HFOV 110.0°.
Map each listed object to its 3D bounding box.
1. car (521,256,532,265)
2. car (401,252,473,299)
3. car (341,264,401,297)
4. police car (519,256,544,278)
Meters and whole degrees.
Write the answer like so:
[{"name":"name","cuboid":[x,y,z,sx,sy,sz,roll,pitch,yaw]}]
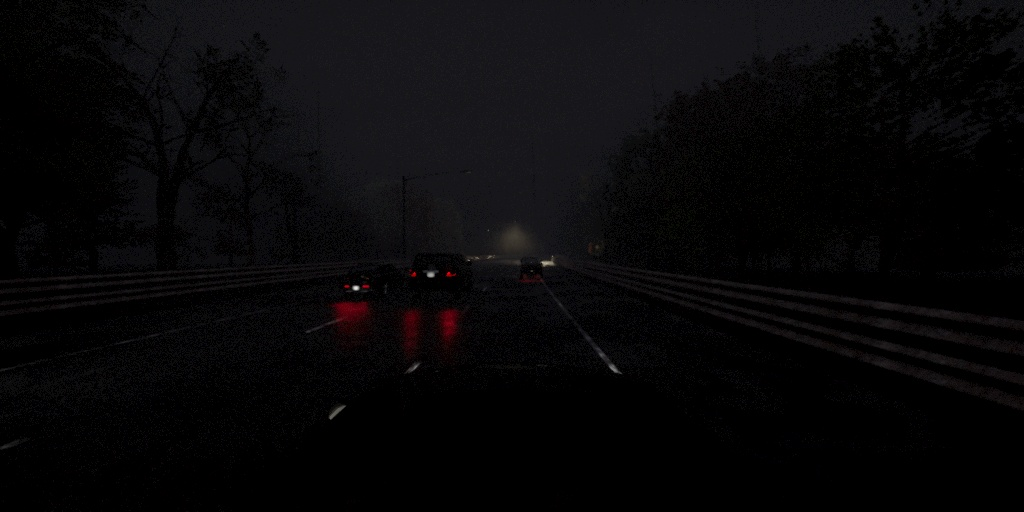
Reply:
[{"name":"car","cuboid":[2.633,0.731,64.353,1.882,1.535,5.008,0,0,5]},{"name":"car","cuboid":[-3.202,0.837,17.079,2.150,2.045,5.566,0,0,1]},{"name":"car","cuboid":[-6.679,1.111,17.893,1.837,1.490,4.892,0,0,1]},{"name":"police car","cuboid":[1.635,0.936,30.252,1.930,1.638,5.238,0,0,2]}]
